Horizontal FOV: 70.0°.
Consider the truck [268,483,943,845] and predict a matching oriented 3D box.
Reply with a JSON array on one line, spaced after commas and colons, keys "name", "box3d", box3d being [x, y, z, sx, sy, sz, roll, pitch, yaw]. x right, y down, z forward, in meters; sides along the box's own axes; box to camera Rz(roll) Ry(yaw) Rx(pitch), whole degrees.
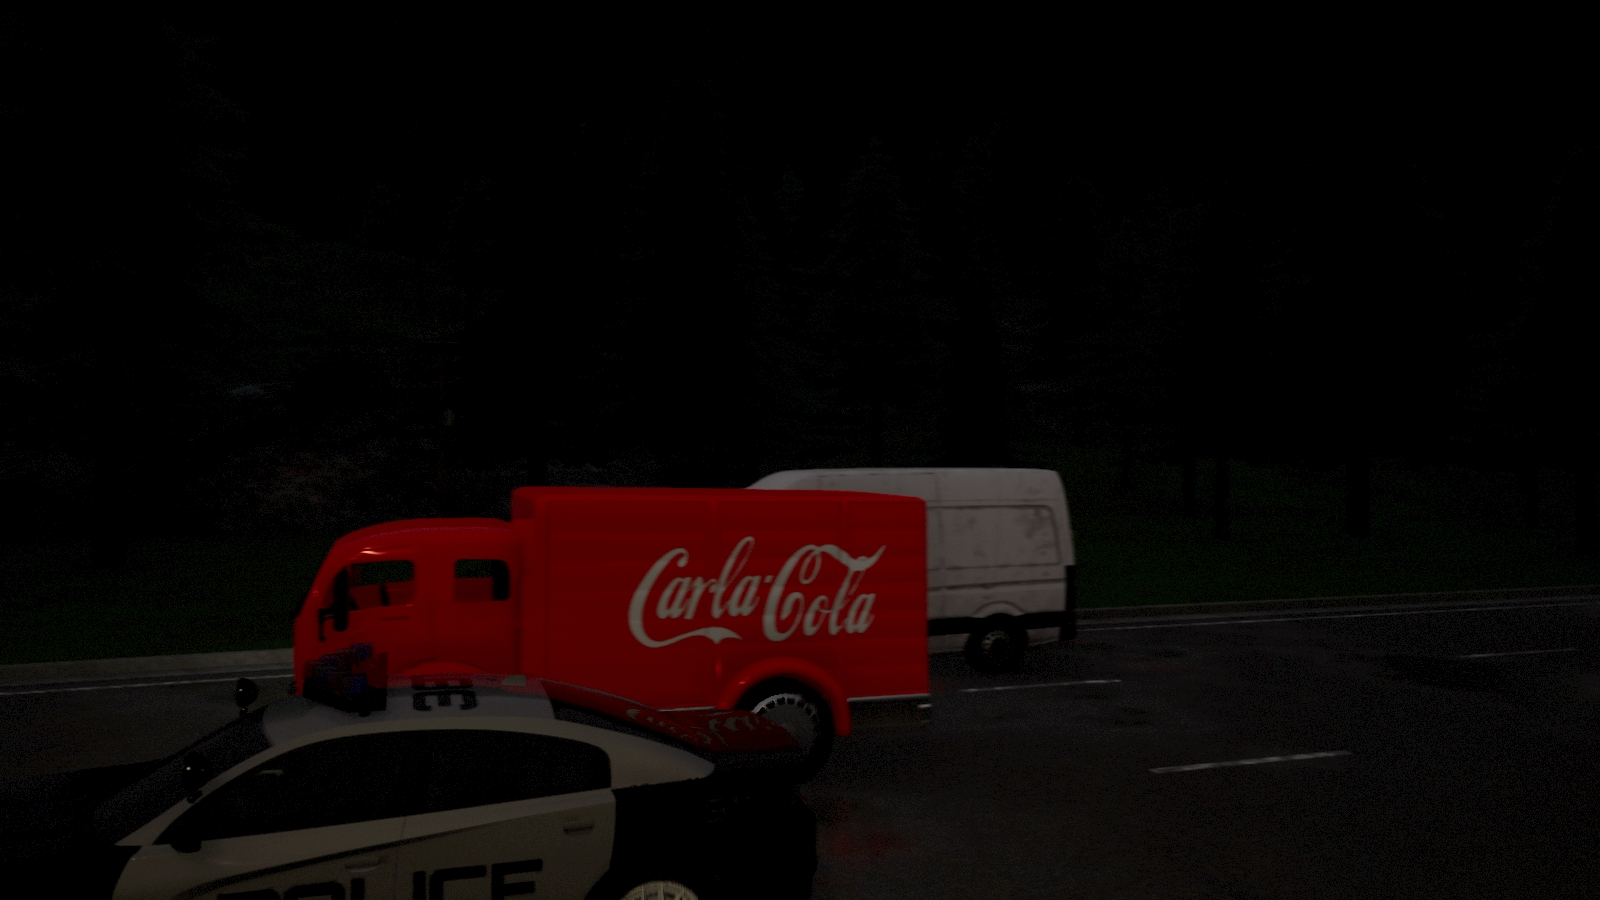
[{"name": "truck", "box3d": [-1.687, 1.569, 10.108, 5.204, 2.467, 2.627, 1, 0, -19]}]

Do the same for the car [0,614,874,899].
[{"name": "car", "box3d": [-2.423, 1.976, 6.258, 5.238, 1.638, 2.097, 0, 0, -19]}]

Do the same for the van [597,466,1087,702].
[{"name": "van", "box3d": [0.521, 1.519, 14.551, 5.915, 2.561, 1.988, 0, 0, -18]}]
